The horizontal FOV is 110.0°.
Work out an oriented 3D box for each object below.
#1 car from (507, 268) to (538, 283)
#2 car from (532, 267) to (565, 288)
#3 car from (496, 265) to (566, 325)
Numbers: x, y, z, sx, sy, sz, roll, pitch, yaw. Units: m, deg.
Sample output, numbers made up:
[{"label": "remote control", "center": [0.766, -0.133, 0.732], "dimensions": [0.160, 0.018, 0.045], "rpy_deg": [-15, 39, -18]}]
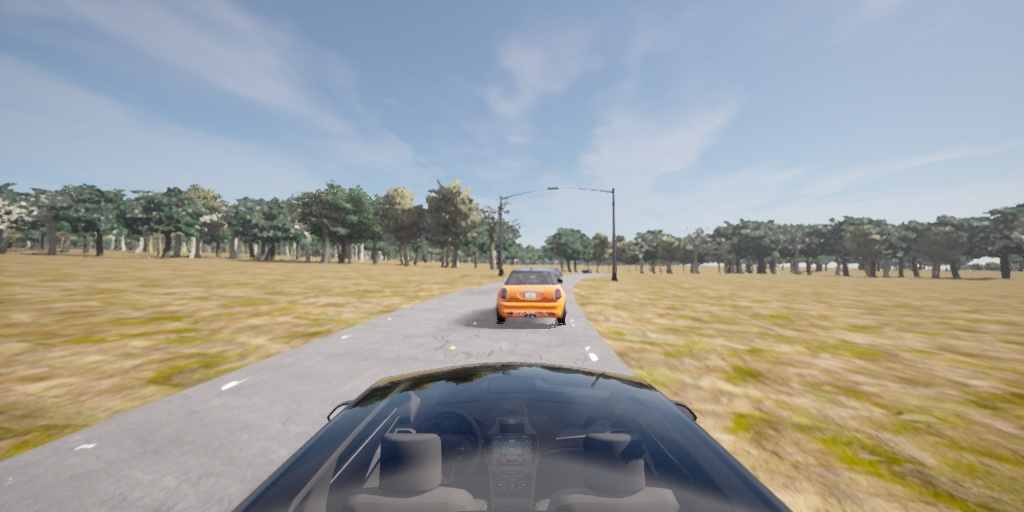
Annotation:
[{"label": "car", "center": [1.079, 1.786, 33.986], "dimensions": [1.895, 1.301, 4.718], "rpy_deg": [-1, -1, 14]}, {"label": "car", "center": [2.974, 1.595, 27.988], "dimensions": [2.033, 1.411, 5.357], "rpy_deg": [0, -1, 12]}, {"label": "car", "center": [0.723, 1.191, 12.479], "dimensions": [2.097, 1.767, 4.553], "rpy_deg": [0, -1, 5]}]
